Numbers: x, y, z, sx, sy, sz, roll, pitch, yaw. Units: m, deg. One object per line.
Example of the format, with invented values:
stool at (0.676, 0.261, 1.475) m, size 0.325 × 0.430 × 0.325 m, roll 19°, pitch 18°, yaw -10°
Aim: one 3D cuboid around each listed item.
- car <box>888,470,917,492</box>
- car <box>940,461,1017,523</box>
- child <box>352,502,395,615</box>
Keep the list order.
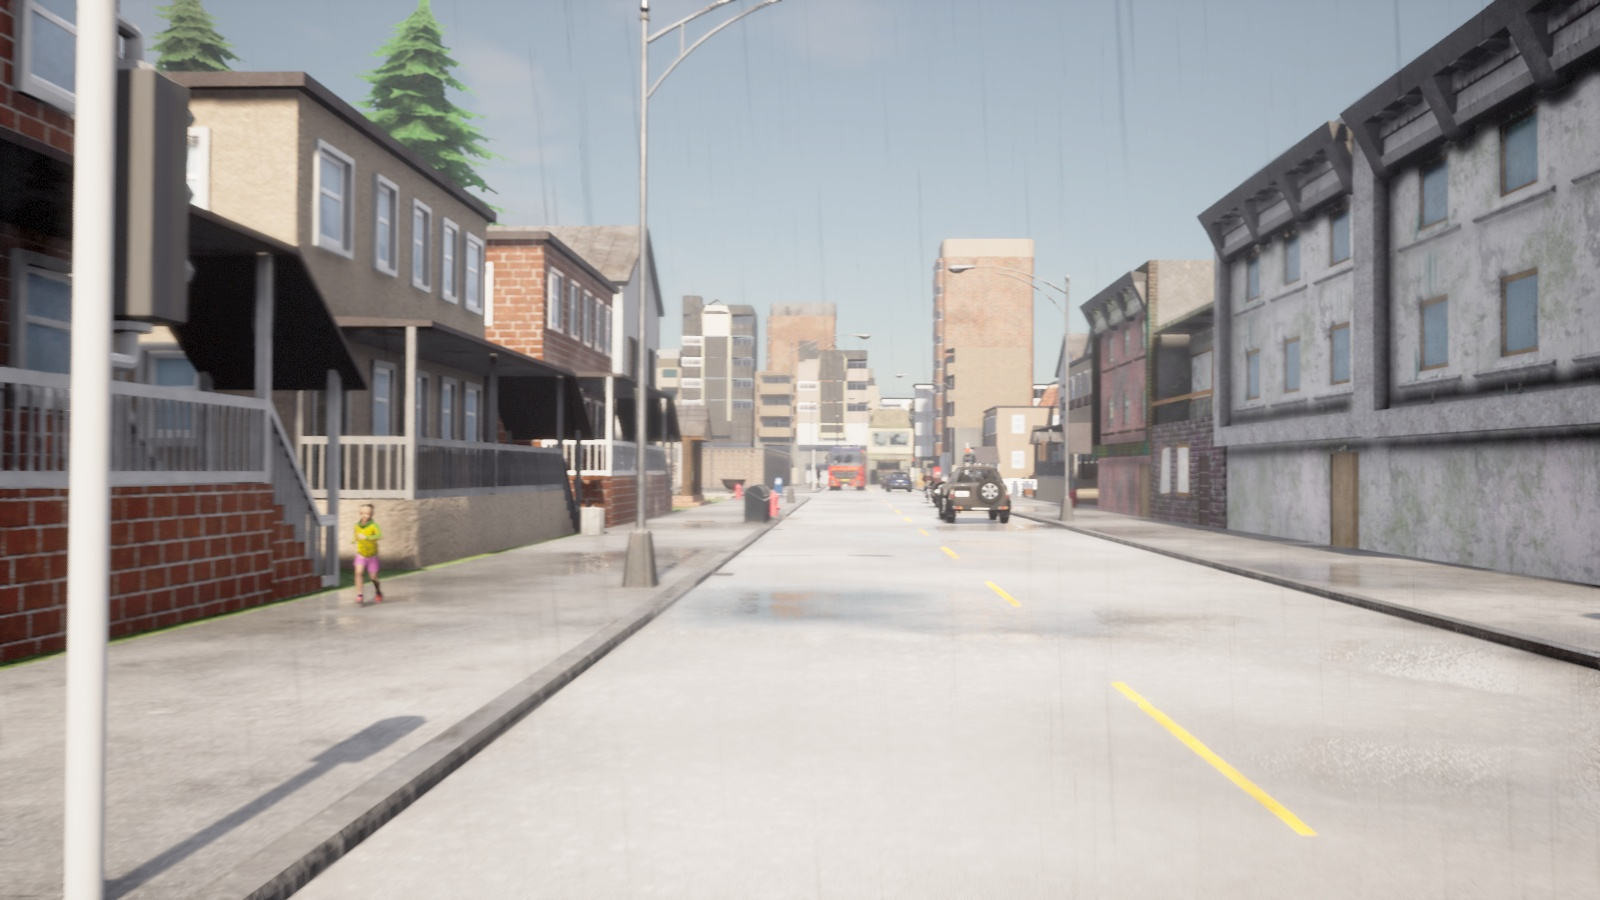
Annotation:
car at (7.901, 2.381, 97.253) m, size 2.033 × 1.649 × 4.856 m, roll 0°, pitch -1°, yaw 2°
car at (5.569, 1.295, 39.727) m, size 1.932 × 1.855 × 4.605 m, roll 0°, pitch -1°, yaw 2°
child at (-4.526, 1.143, 13.331) m, size 0.299 × 1.160 × 0.473 m, roll 0°, pitch -1°, yaw 0°
